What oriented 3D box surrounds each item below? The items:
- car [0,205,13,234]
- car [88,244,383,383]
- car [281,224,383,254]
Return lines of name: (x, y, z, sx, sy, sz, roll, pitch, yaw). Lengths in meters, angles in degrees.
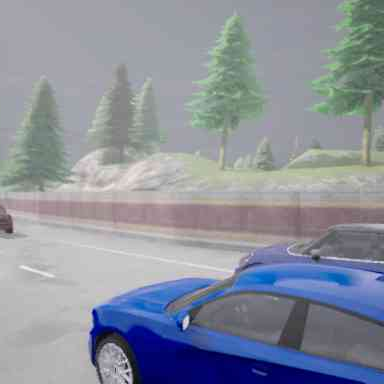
car: (-12.119, 1.472, 19.269, 4.553, 1.767, 2.097, 0, 0, 44)
car: (1.016, 1.493, 3.370, 5.008, 1.535, 1.882, 0, 0, 36)
car: (3.051, 1.377, 6.241, 4.553, 1.767, 2.097, 0, 0, 36)
